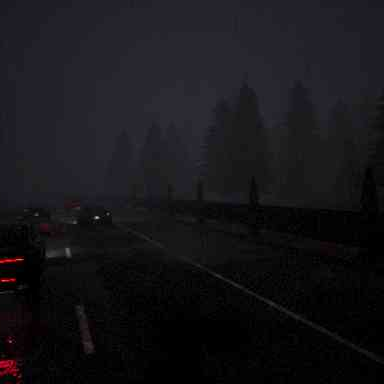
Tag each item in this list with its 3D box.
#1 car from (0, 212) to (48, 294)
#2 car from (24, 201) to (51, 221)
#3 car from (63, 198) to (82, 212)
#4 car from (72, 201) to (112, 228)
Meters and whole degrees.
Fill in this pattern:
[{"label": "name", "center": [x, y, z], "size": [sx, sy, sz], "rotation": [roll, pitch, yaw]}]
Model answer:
[{"label": "car", "center": [-4.758, 1.491, 8.354], "size": [1.837, 1.490, 4.892], "rotation": [0, 0, -22]}, {"label": "car", "center": [-12.134, 1.470, 26.185], "size": [1.812, 1.442, 4.674], "rotation": [0, 0, -23]}, {"label": "car", "center": [-13.550, 1.401, 38.026], "size": [1.837, 1.490, 4.892], "rotation": [0, 1, -26]}, {"label": "car", "center": [-6.432, 1.496, 21.591], "size": [1.994, 1.385, 4.181], "rotation": [0, 0, -23]}]
